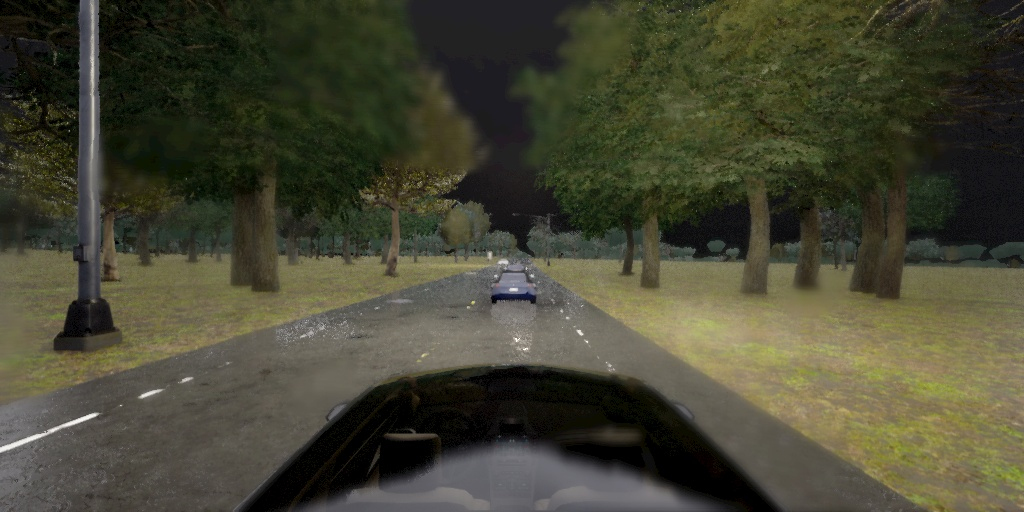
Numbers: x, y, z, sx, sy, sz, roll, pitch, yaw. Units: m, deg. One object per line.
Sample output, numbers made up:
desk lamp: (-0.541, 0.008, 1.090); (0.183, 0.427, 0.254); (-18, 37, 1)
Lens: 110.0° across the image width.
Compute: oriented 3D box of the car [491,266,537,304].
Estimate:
car: (0.090, 1.330, 16.469); (1.994, 1.385, 4.181); (0, 0, 1)

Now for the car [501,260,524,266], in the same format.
car: (0.358, 1.337, 31.450); (2.033, 1.411, 5.357); (0, 0, 1)
